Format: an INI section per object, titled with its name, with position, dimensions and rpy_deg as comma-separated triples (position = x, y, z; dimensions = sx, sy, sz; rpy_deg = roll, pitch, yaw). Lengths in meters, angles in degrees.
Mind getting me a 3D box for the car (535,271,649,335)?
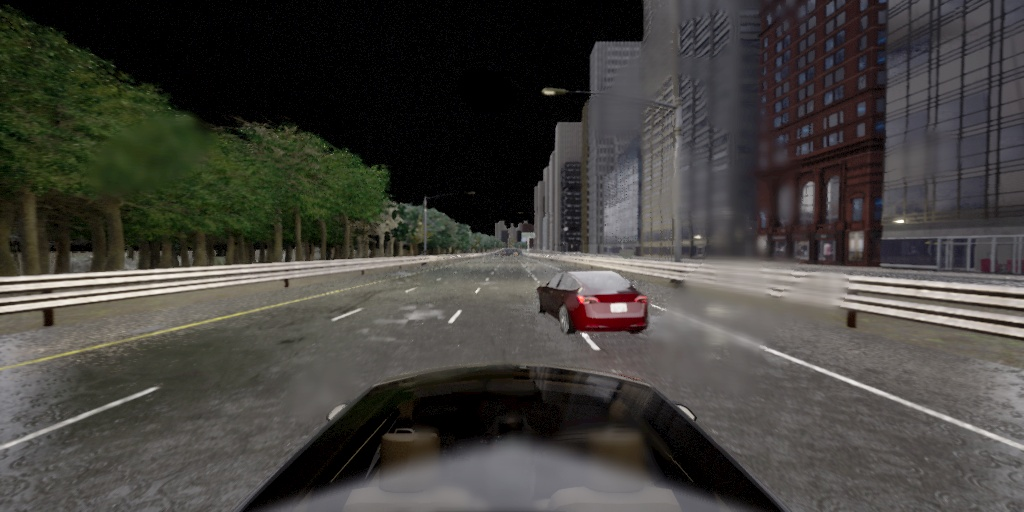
[car]
position = 1.995, 1.135, 10.125
dimensions = 2.163, 1.488, 4.792
rpy_deg = 0, 1, -8
